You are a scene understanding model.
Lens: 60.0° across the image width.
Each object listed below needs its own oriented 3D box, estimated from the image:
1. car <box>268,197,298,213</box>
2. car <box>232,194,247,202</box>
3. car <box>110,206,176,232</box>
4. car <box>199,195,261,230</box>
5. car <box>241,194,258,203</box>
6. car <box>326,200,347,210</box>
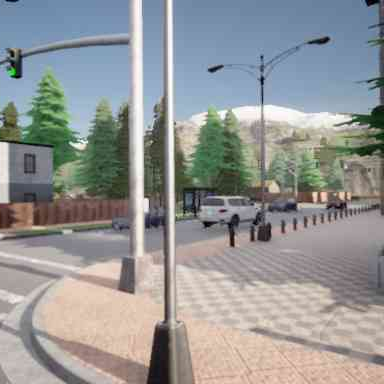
[{"bbox_3d":[10.436,1.463,38.206,2.097,1.767,4.553,-1,0,38],"label":"car"},{"bbox_3d":[11.166,1.488,78.792,1.905,1.878,3.866,-1,0,36],"label":"car"},{"bbox_3d":[-2.877,1.644,20.708,1.812,1.442,4.674,-1,0,37],"label":"car"},{"bbox_3d":[2.684,1.303,22.118,2.150,2.045,5.566,-1,-1,37],"label":"car"},{"bbox_3d":[13.430,1.463,77.633,1.932,1.855,4.605,-1,0,36],"label":"car"},{"bbox_3d":[19.200,1.678,44.039,1.895,1.301,4.718,-1,0,35],"label":"car"}]
